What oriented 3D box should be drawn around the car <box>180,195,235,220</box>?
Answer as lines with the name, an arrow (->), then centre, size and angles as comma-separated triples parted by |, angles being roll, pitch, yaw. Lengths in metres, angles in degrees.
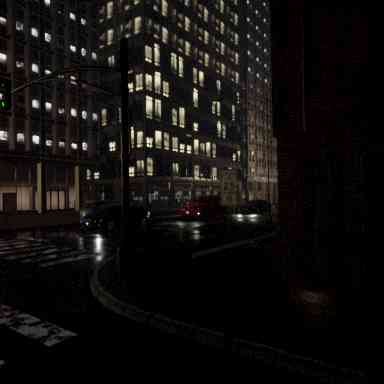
car -> 1.245, 1.307, 29.123 | 2.150, 2.045, 5.566 | -1, -1, 36

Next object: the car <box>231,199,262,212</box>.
car -> 6.840, 1.688, 41.379 | 1.752, 1.417, 4.829 | -2, -1, 36

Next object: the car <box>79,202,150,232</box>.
car -> -4.644, 1.571, 20.934 | 1.837, 1.490, 4.892 | -1, -1, 33

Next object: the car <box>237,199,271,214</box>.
car -> 7.250, 1.583, 37.486 | 1.882, 1.535, 5.008 | -1, -1, 36

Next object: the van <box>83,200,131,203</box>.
van -> -5.991, 1.460, 23.467 | 1.690, 1.788, 3.998 | -2, -1, 36
